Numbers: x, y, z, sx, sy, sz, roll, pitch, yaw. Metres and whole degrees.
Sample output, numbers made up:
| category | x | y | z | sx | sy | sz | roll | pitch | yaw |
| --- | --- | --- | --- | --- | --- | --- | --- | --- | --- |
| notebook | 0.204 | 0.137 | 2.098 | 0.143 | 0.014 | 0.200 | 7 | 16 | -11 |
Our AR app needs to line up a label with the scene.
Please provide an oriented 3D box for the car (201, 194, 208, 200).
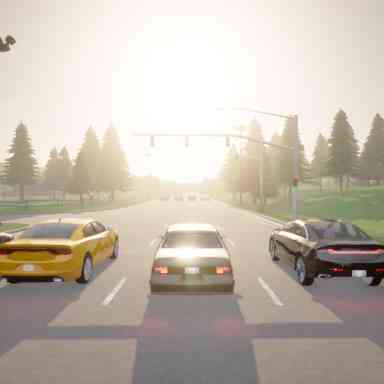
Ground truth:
| category | x | y | z | sx | sy | sz | roll | pitch | yaw |
| --- | --- | --- | --- | --- | --- | --- | --- | --- | --- |
| car | 3.504 | 1.356 | 93.978 | 1.812 | 1.442 | 4.674 | 0 | 0 | 0 |

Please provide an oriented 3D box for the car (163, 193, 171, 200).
| category | x | y | z | sx | sy | sz | roll | pitch | yaw |
| --- | --- | --- | --- | --- | --- | --- | --- | --- | --- |
| car | -6.996 | 1.187 | 93.949 | 2.097 | 1.767 | 4.553 | 0 | 0 | 0 |

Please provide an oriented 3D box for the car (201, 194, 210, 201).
| category | x | y | z | sx | sy | sz | roll | pitch | yaw |
| --- | --- | --- | --- | --- | --- | --- | --- | --- | --- |
| car | 3.503 | 1.516 | 83.975 | 1.812 | 1.442 | 4.674 | 0 | 0 | 0 |

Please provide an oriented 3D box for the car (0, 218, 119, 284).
| category | x | y | z | sx | sy | sz | roll | pitch | yaw |
| --- | --- | --- | --- | --- | --- | --- | --- | --- | --- |
| car | -3.487 | 1.478 | 9.627 | 1.882 | 1.535 | 5.008 | 0 | 0 | 1 |

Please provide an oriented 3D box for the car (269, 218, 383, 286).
| category | x | y | z | sx | sy | sz | roll | pitch | yaw |
| --- | --- | --- | --- | --- | --- | --- | --- | --- | --- |
| car | 3.512 | 1.492 | 9.393 | 2.128 | 1.511 | 4.902 | 0 | 0 | 0 |

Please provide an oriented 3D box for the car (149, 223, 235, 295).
| category | x | y | z | sx | sy | sz | roll | pitch | yaw |
| --- | --- | --- | --- | --- | --- | --- | --- | --- | --- |
| car | 0.005 | 1.547 | 8.873 | 2.033 | 1.411 | 5.357 | 0 | 0 | 0 |

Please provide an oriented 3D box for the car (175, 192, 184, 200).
| category | x | y | z | sx | sy | sz | roll | pitch | yaw |
| --- | --- | --- | --- | --- | --- | --- | --- | --- | --- |
| car | -3.496 | 1.057 | 94.009 | 2.150 | 2.045 | 5.566 | 0 | 0 | 0 |

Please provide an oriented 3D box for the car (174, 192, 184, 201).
| category | x | y | z | sx | sy | sz | roll | pitch | yaw |
| --- | --- | --- | --- | --- | --- | --- | --- | --- | --- |
| car | -3.497 | 1.469 | 83.559 | 1.882 | 1.535 | 5.008 | 0 | 0 | 0 |

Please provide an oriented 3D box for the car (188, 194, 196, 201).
| category | x | y | z | sx | sy | sz | roll | pitch | yaw |
| --- | --- | --- | --- | --- | --- | --- | --- | --- | --- |
| car | 0.003 | 1.346 | 83.912 | 2.097 | 1.767 | 4.553 | 0 | 0 | 0 |

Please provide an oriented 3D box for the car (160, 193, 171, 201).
| category | x | y | z | sx | sy | sz | roll | pitch | yaw |
| --- | --- | --- | --- | --- | --- | --- | --- | --- | --- |
| car | -6.997 | 1.492 | 83.559 | 1.837 | 1.490 | 4.892 | 0 | 0 | 0 |
